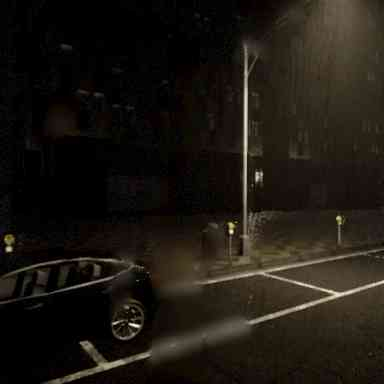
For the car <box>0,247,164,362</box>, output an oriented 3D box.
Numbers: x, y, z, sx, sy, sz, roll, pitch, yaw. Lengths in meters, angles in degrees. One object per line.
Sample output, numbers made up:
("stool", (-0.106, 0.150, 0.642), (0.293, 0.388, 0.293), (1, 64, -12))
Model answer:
("car", (-2.456, 1.575, 4.896), (4.313, 1.339, 1.947), (1, 0, -36))
